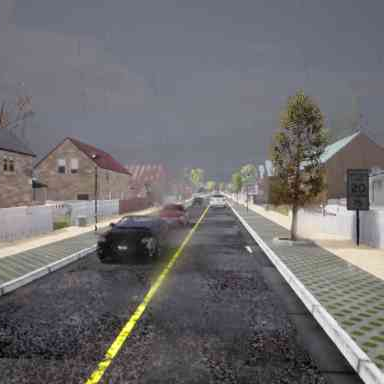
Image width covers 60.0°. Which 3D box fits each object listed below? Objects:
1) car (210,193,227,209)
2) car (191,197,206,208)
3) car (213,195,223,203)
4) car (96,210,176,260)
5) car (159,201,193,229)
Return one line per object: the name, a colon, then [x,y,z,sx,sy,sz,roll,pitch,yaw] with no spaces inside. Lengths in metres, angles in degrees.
car: [3.704,1.222,46.518,2.150,2.045,5.566,0,0,6]
car: [0.951,1.504,48.987,1.837,1.490,4.892,0,0,5]
car: [5.517,1.467,70.501,1.882,1.535,5.008,0,0,5]
car: [-1.984,1.568,12.363,1.994,1.385,4.181,0,0,5]
car: [-1.196,1.531,22.071,1.812,1.442,4.674,0,0,4]
